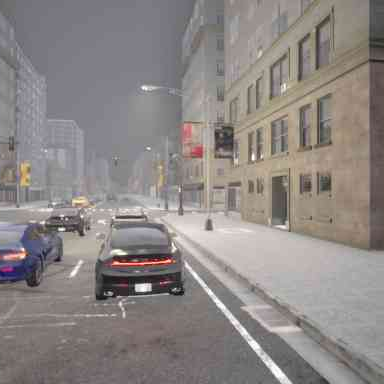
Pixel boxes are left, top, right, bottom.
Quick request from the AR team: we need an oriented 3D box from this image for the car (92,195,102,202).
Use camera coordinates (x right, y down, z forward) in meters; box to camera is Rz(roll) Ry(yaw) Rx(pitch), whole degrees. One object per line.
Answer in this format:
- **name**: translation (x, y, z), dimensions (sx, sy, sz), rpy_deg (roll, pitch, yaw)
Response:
- **car**: translation (-22.056, 1.497, 77.531), dimensions (1.837, 1.490, 4.892), rpy_deg (0, 0, -11)

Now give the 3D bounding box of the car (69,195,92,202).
- **car**: translation (-16.371, 1.496, 48.952), dimensions (1.882, 1.535, 5.008), rpy_deg (0, 0, -11)

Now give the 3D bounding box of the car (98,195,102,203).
- **car**: translation (-20.059, 1.574, 67.648), dimensions (1.994, 1.385, 4.181), rpy_deg (0, 0, -11)

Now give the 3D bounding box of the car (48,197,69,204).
- **car**: translation (-19.583, 1.510, 48.176), dimensions (2.128, 1.511, 4.902), rpy_deg (0, 0, -14)

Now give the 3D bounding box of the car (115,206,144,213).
- **car**: translation (-3.311, 1.495, 17.591), dimensions (2.128, 1.511, 4.902), rpy_deg (0, 0, -11)

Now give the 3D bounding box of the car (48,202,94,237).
- **car**: translation (-6.606, 1.509, 17.998), dimensions (1.837, 1.490, 4.892), rpy_deg (0, 0, -11)

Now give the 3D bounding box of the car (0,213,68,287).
- **car**: translation (-4.793, 1.527, 9.032), dimensions (1.812, 1.442, 4.674), rpy_deg (0, 0, -11)

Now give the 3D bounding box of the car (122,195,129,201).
- **car**: translation (-17.906, 1.499, 89.816), dimensions (1.882, 1.535, 5.008), rpy_deg (0, 0, -11)

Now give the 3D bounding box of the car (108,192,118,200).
- **car**: translation (-20.852, 1.115, 87.980), dimensions (2.150, 2.045, 5.566), rpy_deg (0, 0, -11)

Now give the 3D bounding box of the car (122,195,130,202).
- **car**: translation (-15.928, 1.617, 80.021), dimensions (1.895, 1.301, 4.718), rpy_deg (0, 0, -11)

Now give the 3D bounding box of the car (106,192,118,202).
- **car**: translation (-18.788, 1.243, 77.767), dimensions (2.150, 2.045, 5.566), rpy_deg (0, 0, -11)

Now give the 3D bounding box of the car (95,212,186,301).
- **car**: translation (-1.368, 1.506, 8.470), dimensions (1.837, 1.490, 4.892), rpy_deg (0, 0, -11)

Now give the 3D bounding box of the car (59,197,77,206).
- **car**: translation (-21.436, 1.568, 57.745), dimensions (2.033, 1.411, 5.357), rpy_deg (0, 0, -11)

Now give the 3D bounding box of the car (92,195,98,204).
- **car**: translation (-18.175, 1.373, 58.038), dimensions (2.097, 1.767, 4.553), rpy_deg (0, 0, -12)

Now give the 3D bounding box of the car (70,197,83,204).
- **car**: translation (-23.362, 1.617, 67.586), dimensions (1.895, 1.301, 4.718), rpy_deg (0, 0, -11)
